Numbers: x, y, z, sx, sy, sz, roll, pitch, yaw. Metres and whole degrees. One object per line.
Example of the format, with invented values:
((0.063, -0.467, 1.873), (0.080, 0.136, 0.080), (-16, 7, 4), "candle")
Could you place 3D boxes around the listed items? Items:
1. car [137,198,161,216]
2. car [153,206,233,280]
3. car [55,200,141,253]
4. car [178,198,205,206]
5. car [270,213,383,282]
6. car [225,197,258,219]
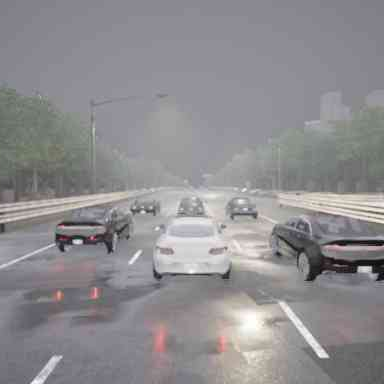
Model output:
((-3.528, 1.103, 26.175), (1.895, 1.301, 4.718), (0, 1, 0), "car")
((0.015, 1.354, 9.276), (1.812, 1.442, 4.674), (0, 1, 1), "car")
((-3.476, 1.261, 12.553), (2.128, 1.511, 4.902), (0, 1, 0), "car")
((-0.041, 1.098, 23.852), (2.033, 1.411, 5.357), (0, 1, 0), "car")
((3.517, 1.322, 9.192), (2.128, 1.511, 4.902), (0, 1, 0), "car")
((3.459, 1.097, 23.865), (2.033, 1.411, 5.357), (0, 1, 0), "car")
